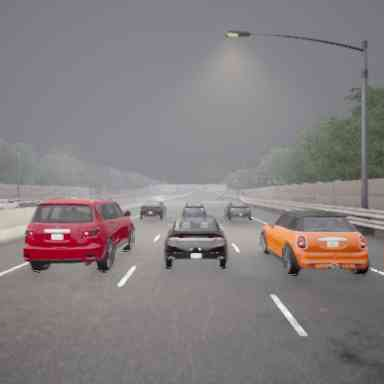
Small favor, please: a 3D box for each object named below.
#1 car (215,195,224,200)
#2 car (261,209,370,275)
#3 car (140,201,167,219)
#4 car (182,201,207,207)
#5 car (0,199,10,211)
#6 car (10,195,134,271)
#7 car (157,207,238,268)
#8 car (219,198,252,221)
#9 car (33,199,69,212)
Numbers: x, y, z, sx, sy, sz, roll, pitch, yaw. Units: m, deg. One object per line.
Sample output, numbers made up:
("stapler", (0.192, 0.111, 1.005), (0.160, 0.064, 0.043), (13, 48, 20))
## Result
("car", (7.741, 1.505, 90.814), (1.812, 1.442, 4.674), (0, 0, 3))
("car", (3.619, 1.360, 10.654), (2.097, 1.767, 4.553), (0, 0, 0))
("car", (-3.297, 1.500, 29.082), (1.882, 1.535, 5.008), (0, 0, 0))
("car", (0.194, 1.513, 27.559), (2.128, 1.511, 4.902), (0, 0, 0))
("car", (-20.914, 1.553, 36.801), (1.812, 1.442, 4.674), (0, 0, 1))
("car", (-3.381, 1.229, 11.035), (2.150, 2.045, 5.566), (0, 0, 0))
("car", (0.121, 1.500, 11.347), (2.128, 1.511, 4.902), (0, 0, 0))
("car", (3.694, 1.513, 27.536), (2.128, 1.511, 4.902), (0, 0, 0))
("car", (-17.355, 1.580, 41.217), (2.033, 1.411, 5.357), (0, 0, 1))
